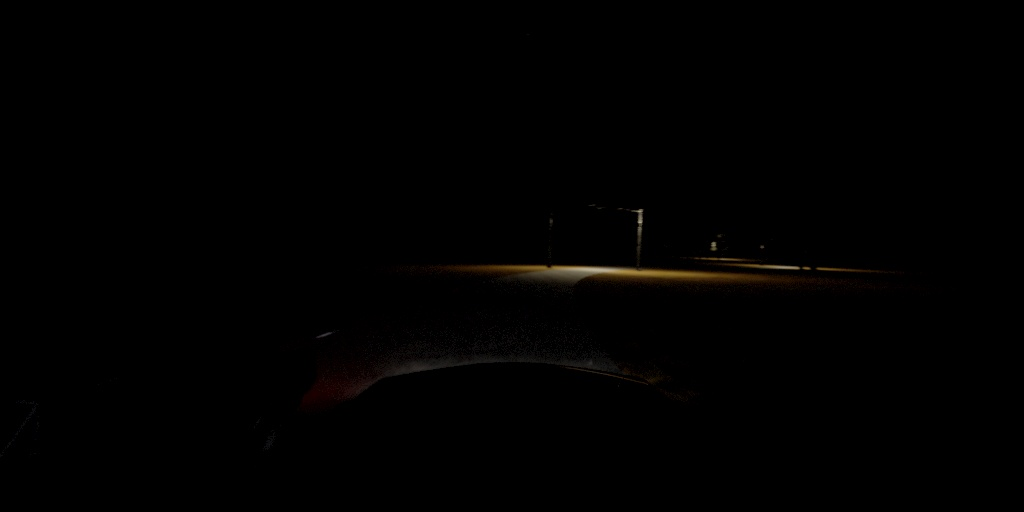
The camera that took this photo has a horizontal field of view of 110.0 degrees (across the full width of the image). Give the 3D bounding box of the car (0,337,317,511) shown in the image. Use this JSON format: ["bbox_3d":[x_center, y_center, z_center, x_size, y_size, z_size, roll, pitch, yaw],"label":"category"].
[{"bbox_3d":[-3.068,1.275,1.882,1.895,1.301,4.718,1,0,-3],"label":"car"}]
